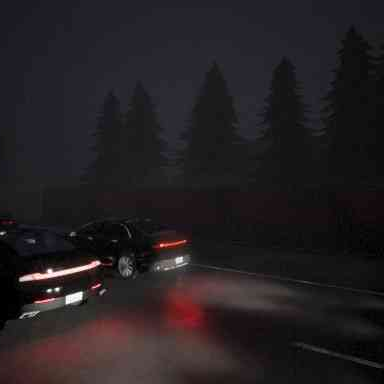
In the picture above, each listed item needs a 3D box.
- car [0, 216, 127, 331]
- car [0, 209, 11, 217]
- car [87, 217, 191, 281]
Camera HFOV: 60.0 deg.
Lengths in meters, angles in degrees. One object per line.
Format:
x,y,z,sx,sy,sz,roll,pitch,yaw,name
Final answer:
-3.866,1.492,6.777,4.902,1.511,2.128,0,0,36,car
-9.937,1.505,15.451,4.892,1.490,1.837,0,0,36,car
-2.298,1.505,9.962,4.892,1.490,1.837,0,0,36,car
